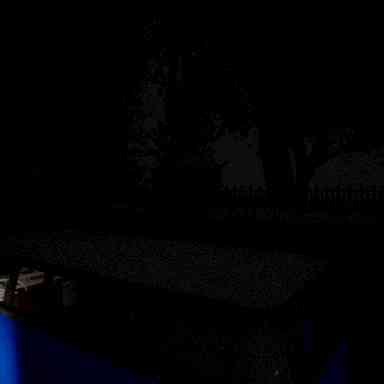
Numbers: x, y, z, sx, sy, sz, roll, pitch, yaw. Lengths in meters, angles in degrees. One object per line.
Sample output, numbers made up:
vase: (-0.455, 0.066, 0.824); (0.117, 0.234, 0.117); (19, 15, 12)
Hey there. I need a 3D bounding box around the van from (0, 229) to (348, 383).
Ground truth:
van: (-0.649, 1.341, 3.174); (3.998, 1.788, 1.690); (0, 0, 35)
